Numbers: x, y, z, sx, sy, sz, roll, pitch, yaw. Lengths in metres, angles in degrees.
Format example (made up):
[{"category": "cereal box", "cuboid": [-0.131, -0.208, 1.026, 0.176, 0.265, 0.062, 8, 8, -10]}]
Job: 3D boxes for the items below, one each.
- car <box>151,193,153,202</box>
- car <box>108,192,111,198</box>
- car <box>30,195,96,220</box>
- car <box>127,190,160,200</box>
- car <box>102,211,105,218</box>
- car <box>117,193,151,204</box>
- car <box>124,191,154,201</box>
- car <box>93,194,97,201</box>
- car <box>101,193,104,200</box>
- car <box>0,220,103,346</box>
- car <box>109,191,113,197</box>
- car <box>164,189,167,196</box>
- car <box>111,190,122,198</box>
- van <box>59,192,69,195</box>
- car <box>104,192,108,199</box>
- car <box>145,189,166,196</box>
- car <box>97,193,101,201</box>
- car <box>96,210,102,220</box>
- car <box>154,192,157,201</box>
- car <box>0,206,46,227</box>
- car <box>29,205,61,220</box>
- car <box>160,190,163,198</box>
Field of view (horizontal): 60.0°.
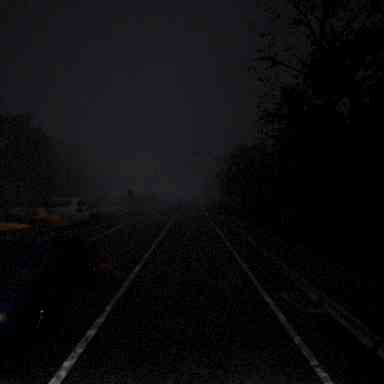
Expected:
[{"category": "car", "cuboid": [-10.283, 1.321, 61.815, 4.792, 1.488, 2.163, 0, 0, 0]}, {"category": "car", "cuboid": [-23.240, 1.160, 81.202, 5.008, 1.535, 2.097, 0, 1, 0]}, {"category": "car", "cuboid": [-10.165, 1.436, 23.665, 5.566, 2.045, 2.435, 0, -1, 0]}, {"category": "car", "cuboid": [-10.244, 1.043, 70.173, 5.566, 2.045, 2.435, 0, 0, 0]}, {"category": "car", "cuboid": [-10.086, 1.777, 29.214, 4.792, 1.488, 2.163, 0, -1, 0]}, {"category": "car", "cuboid": [-10.238, 1.312, 59.031, 4.792, 1.488, 2.163, 0, 0, 0]}, {"category": "car", "cuboid": [-10.273, 1.175, 64.601, 4.553, 1.767, 2.185, 0, 0, 0]}, {"category": "car", "cuboid": [-23.481, 1.288, 70.171, 5.366, 1.575, 1.946, 0, 0, 0]}, {"category": "car", "cuboid": [-23.242, 1.278, 75.622, 4.792, 1.488, 2.163, 0, 1, 0]}, {"category": "car", "cuboid": [-3.355, 1.578, 6.909, 2.033, 1.411, 5.357, 0, 0, 0]}, {"category": "car", "cuboid": [-23.226, 1.101, 84.119, 4.892, 1.521, 2.231, 0, 1, 0]}, {"category": "car", "cuboid": [-10.145, 0.753, 92.459, 4.553, 1.767, 2.185, 0, 2, 0]}, {"category": "car", "cuboid": [-23.009, 0.877, 92.350, 5.366, 1.575, 1.946, 0, 2, 0]}, {"category": "van", "cuboid": [-23.220, 1.055, 59.008, 4.442, 1.987, 1.878, 1, 0, 0]}, {"category": "car", "cuboid": [-23.253, 1.208, 78.412, 5.008, 1.535, 2.097, 0, 1, 0]}, {"category": "car", "cuboid": [-10.157, 0.837, 89.681, 4.553, 1.767, 2.185, 0, 2, 0]}, {"category": "car", "cuboid": [-23.468, 1.271, 72.967, 5.366, 1.575, 1.946, 0, 0, 0]}, {"category": "car", "cuboid": [-10.131, 1.717, 26.438, 5.008, 1.535, 2.097, 0, -1, 0]}, {"category": "car", "cuboid": [-10.223, 1.302, 67.380, 5.008, 1.535, 2.097, 0, 0, 0]}, {"category": "car", "cuboid": [-9.982, 1.594, 15.334, 5.366, 1.575, 1.946, 0, -1, 0]}, {"category": "car", "cuboid": [-10.163, 1.628, 18.110, 4.892, 1.521, 2.231, 0, -1, 0]}, {"category": "car", "cuboid": [-10.133, 1.035, 81.321, 4.553, 1.767, 2.185, 0, 1, 0]}]
